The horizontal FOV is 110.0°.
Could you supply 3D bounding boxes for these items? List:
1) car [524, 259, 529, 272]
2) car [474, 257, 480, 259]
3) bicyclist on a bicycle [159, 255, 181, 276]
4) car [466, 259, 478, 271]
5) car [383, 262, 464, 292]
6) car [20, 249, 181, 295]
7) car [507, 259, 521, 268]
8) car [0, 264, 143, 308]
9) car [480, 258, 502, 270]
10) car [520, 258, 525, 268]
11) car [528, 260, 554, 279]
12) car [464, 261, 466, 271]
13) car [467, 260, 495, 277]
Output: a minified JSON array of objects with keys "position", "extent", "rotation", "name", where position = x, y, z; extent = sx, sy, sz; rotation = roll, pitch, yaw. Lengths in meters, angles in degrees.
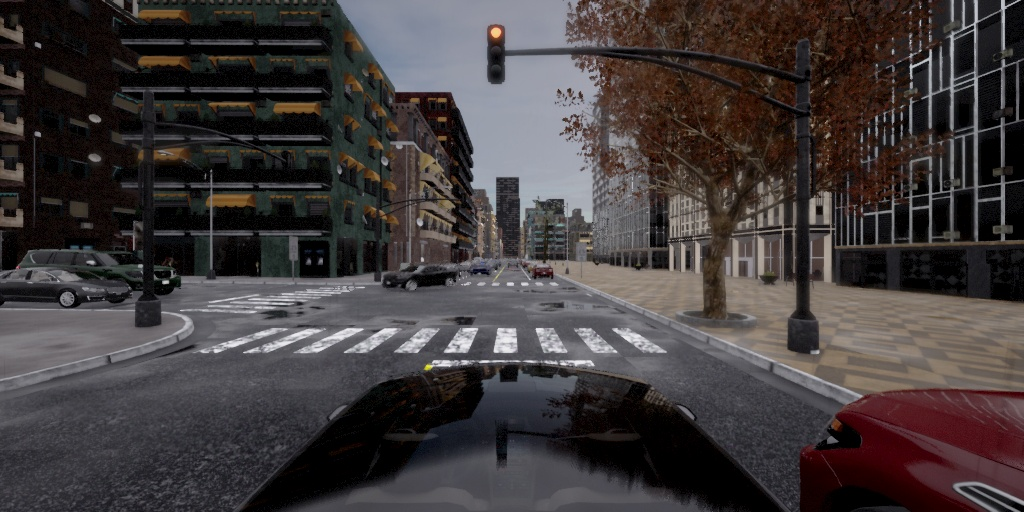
[{"position":[2.740,1.298,43.580],"extent":[1.751,1.417,4.829],"rotation":[0,0,0],"name":"car"},{"position":[-5.627,1.226,54.486],"extent":[1.967,1.591,4.097],"rotation":[0,0,0],"name":"car"},{"position":[-23.142,0.761,24.220],"extent":[0.582,1.620,1.656],"rotation":[1,0,-1],"name":"bicyclist on a bicycle"},{"position":[-5.640,1.323,43.421],"extent":[2.007,1.370,4.403],"rotation":[0,0,0],"name":"car"},{"position":[-5.482,1.233,21.945],"extent":[1.882,1.535,5.008],"rotation":[1,0,33],"name":"car"},{"position":[-17.771,0.747,15.535],"extent":[5.566,2.045,2.150],"rotation":[1,0,0],"name":"car"},{"position":[0.174,1.289,63.491],"extent":[2.128,1.511,4.902],"rotation":[0,0,0],"name":"car"},{"position":[-16.422,1.091,12.952],"extent":[4.403,1.370,2.007],"rotation":[0,0,-1],"name":"car"},{"position":[-3.020,1.275,51.596],"extent":[2.128,1.511,4.902],"rotation":[0,0,0],"name":"car"},{"position":[2.759,1.375,60.008],"extent":[1.802,1.307,4.207],"rotation":[0,0,0],"name":"car"},{"position":[2.727,1.307,32.345],"extent":[1.888,1.381,4.507],"rotation":[0,0,0],"name":"car"},{"position":[-5.653,1.313,32.355],"extent":[2.007,1.370,4.403],"rotation":[0,0,0],"name":"car"},{"position":[-3.056,1.366,35.880],"extent":[1.895,1.301,4.718],"rotation":[0,0,0],"name":"car"}]
